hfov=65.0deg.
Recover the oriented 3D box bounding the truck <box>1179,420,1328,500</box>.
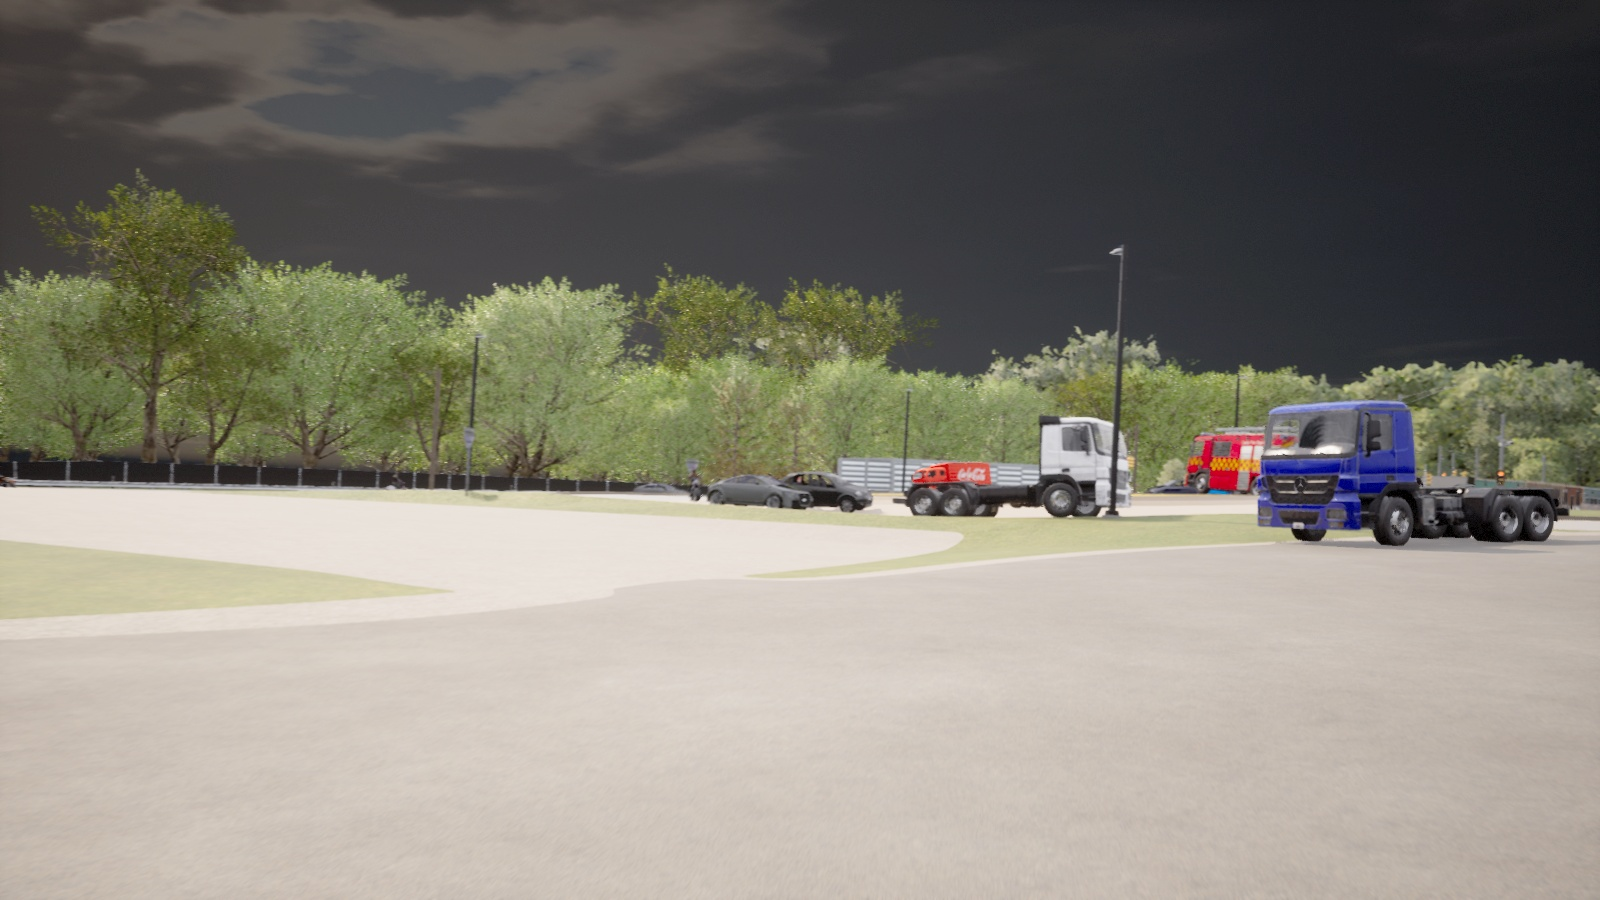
[{"bbox_3d":[24.562,0.544,68.659,2.891,3.827,8.468,6,-2,-16],"label":"truck"}]

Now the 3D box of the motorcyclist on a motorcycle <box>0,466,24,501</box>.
[{"bbox_3d":[-38.360,1.595,59.826,2.350,1.649,0.766,0,-2,4],"label":"motorcyclist on a motorcycle"}]

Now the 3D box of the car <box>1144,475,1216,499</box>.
[{"bbox_3d":[25.385,2.469,84.001,4.193,1.474,1.816,0,0,-2],"label":"car"}]

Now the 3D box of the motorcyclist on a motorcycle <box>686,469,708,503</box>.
[{"bbox_3d":[-5.034,1.760,61.457,0.766,1.649,2.350,0,-1,-12],"label":"motorcyclist on a motorcycle"}]

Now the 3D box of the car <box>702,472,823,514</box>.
[{"bbox_3d":[-1.469,1.647,48.345,4.181,1.385,1.994,1,-2,31],"label":"car"}]

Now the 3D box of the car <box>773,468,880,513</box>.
[{"bbox_3d":[1.095,1.640,51.564,3.988,1.617,1.851,0,3,20],"label":"car"}]

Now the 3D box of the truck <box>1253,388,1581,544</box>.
[{"bbox_3d":[15.243,0.407,30.913,7.936,3.462,2.891,0,-2,-26],"label":"truck"}]

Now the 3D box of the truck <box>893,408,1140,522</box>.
[{"bbox_3d":[7.477,0.656,44.008,7.936,3.462,2.891,-4,-6,32],"label":"truck"}]

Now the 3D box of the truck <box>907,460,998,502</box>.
[{"bbox_3d":[10.042,2.028,82.492,5.204,2.467,2.627,0,-7,-29],"label":"truck"}]
